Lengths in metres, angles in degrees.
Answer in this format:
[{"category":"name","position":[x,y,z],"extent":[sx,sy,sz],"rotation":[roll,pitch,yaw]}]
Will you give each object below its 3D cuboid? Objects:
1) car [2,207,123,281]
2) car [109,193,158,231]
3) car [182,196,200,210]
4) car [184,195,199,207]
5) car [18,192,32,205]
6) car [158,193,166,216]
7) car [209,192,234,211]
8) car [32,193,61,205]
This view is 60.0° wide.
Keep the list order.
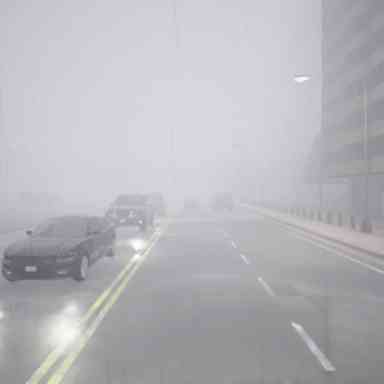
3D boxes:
[{"category":"car","position":[-3.603,1.443,9.944],"extent":[1.882,1.535,5.008],"rotation":[0,0,0]},{"category":"car","position":[-3.616,1.135,20.129],"extent":[2.150,2.045,5.566],"rotation":[0,0,0]},{"category":"car","position":[-0.051,1.342,38.640],"extent":[1.812,1.442,4.674],"rotation":[0,0,0]},{"category":"car","position":[-0.062,1.261,47.616],"extent":[2.128,1.511,4.902],"rotation":[0,0,0]},{"category":"car","position":[-24.007,0.938,49.025],"extent":[1.905,1.878,3.866],"rotation":[0,0,0]},{"category":"car","position":[-3.625,1.080,30.859],"extent":[2.150,2.045,5.566],"rotation":[0,0,0]},{"category":"car","position":[3.450,1.037,38.073],"extent":[2.150,2.045,5.566],"rotation":[0,0,0]},{"category":"car","position":[-21.113,0.933,48.964],"extent":[1.932,1.855,4.605],"rotation":[0,0,0]}]
